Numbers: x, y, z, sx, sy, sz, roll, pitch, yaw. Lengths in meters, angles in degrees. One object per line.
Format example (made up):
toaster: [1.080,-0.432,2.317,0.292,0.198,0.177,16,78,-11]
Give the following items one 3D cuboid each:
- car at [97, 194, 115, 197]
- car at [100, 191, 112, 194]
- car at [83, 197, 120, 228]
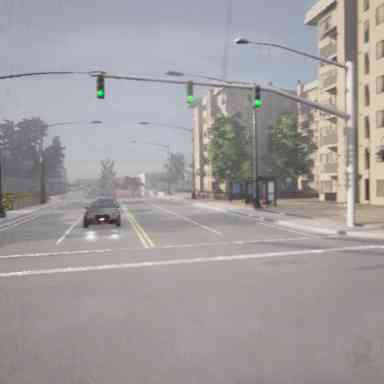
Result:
car: [-7.738,1.129,29.517,1.895,1.301,4.718,-1,1,-14]
car: [-10.882,0.663,42.216,2.097,1.767,4.553,-1,1,-13]
car: [-5.350,1.258,19.887,1.994,1.385,4.181,-1,1,-14]
